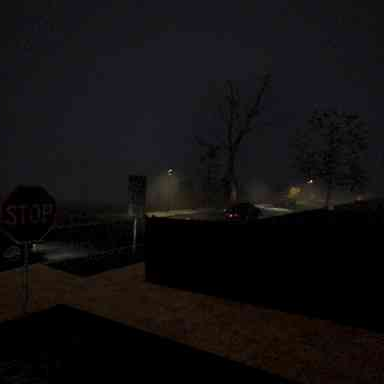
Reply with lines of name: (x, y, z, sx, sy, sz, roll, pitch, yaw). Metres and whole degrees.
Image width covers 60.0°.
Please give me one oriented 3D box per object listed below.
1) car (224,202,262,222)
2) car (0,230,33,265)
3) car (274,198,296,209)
car: (4.395, 1.618, 28.214, 1.837, 1.490, 4.892, 4, 2, 33)
car: (-7.375, 1.591, 10.114, 1.837, 1.490, 4.892, 4, 1, 33)
car: (13.191, 1.520, 46.795, 2.033, 1.411, 5.357, 4, 2, 33)
